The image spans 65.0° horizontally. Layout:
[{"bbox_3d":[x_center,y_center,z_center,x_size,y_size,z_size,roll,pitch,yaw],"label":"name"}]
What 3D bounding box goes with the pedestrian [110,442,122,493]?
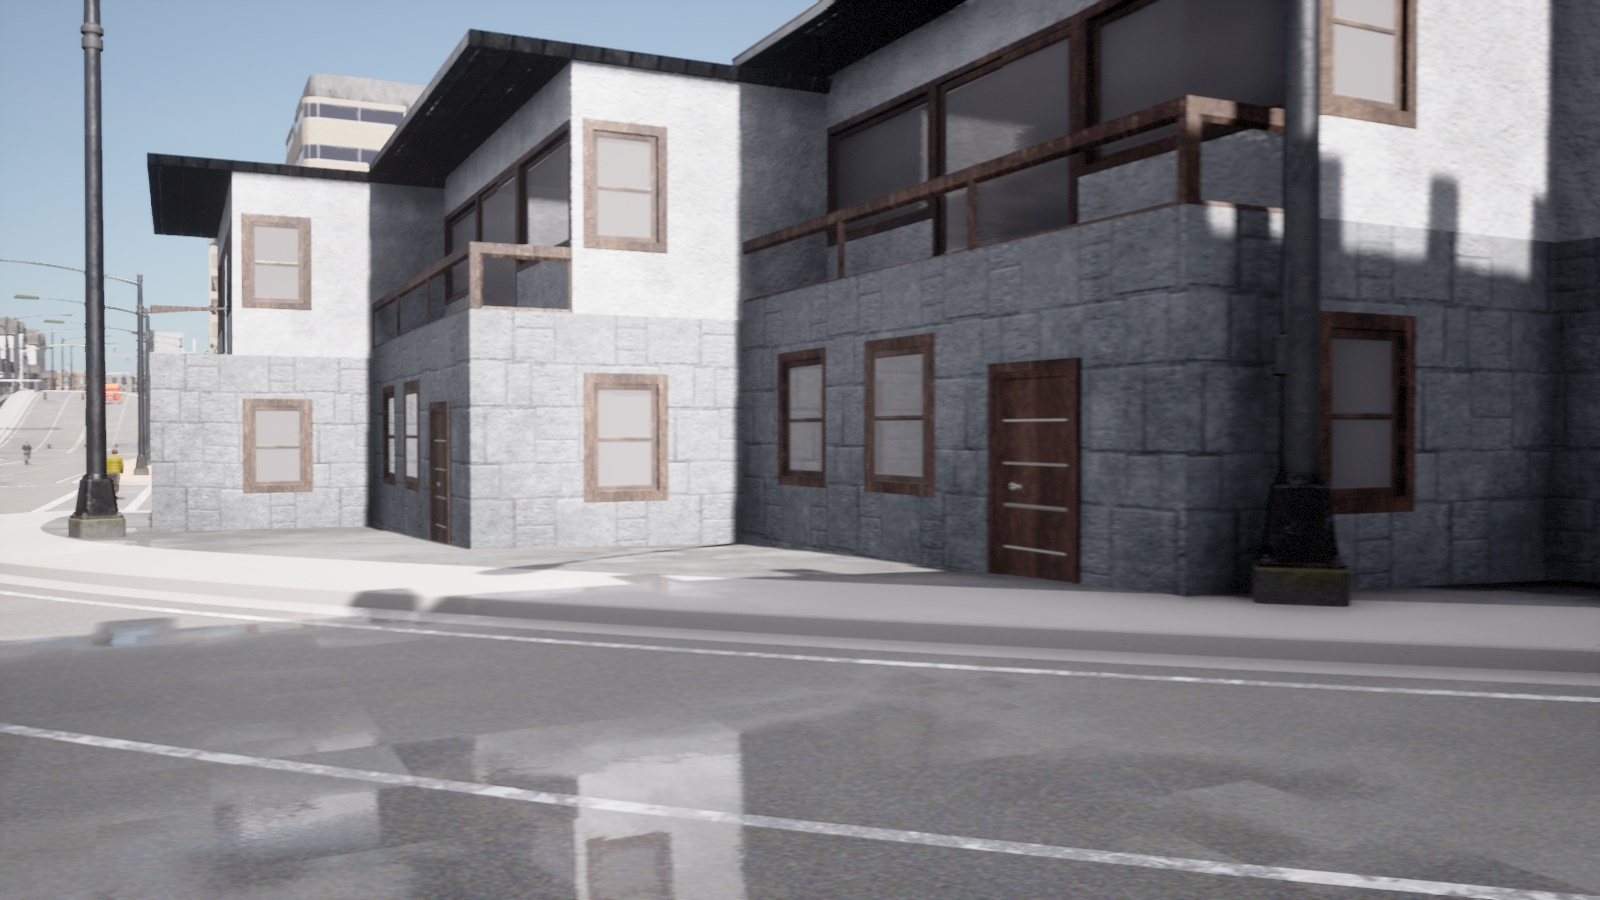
[{"bbox_3d":[-24.481,0.618,44.953,0.370,1.835,0.726,0,1,-30],"label":"pedestrian"}]
